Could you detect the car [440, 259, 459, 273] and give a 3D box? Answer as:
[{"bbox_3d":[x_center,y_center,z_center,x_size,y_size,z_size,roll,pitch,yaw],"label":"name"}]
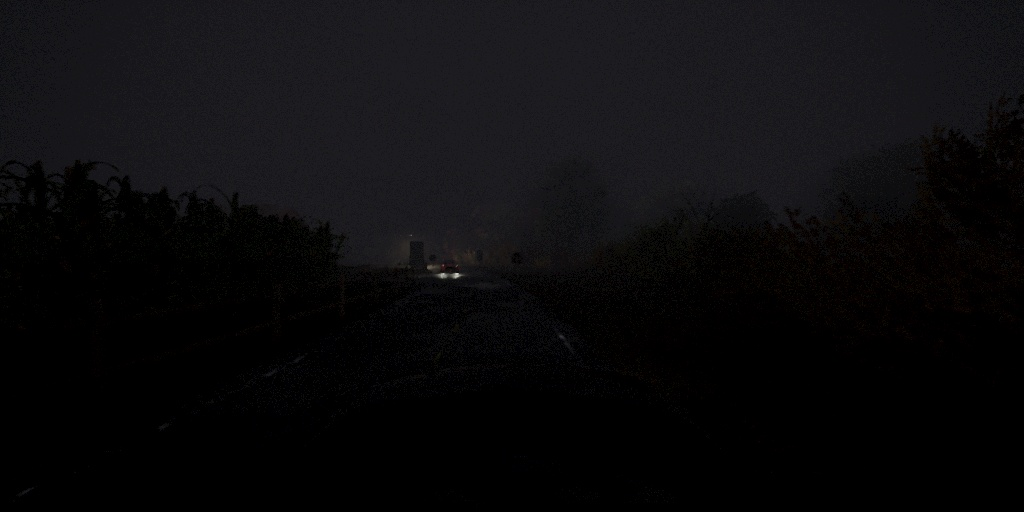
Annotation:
[{"bbox_3d":[-7.989,1.233,45.587,2.097,1.767,4.553,0,-1,-14],"label":"car"}]
